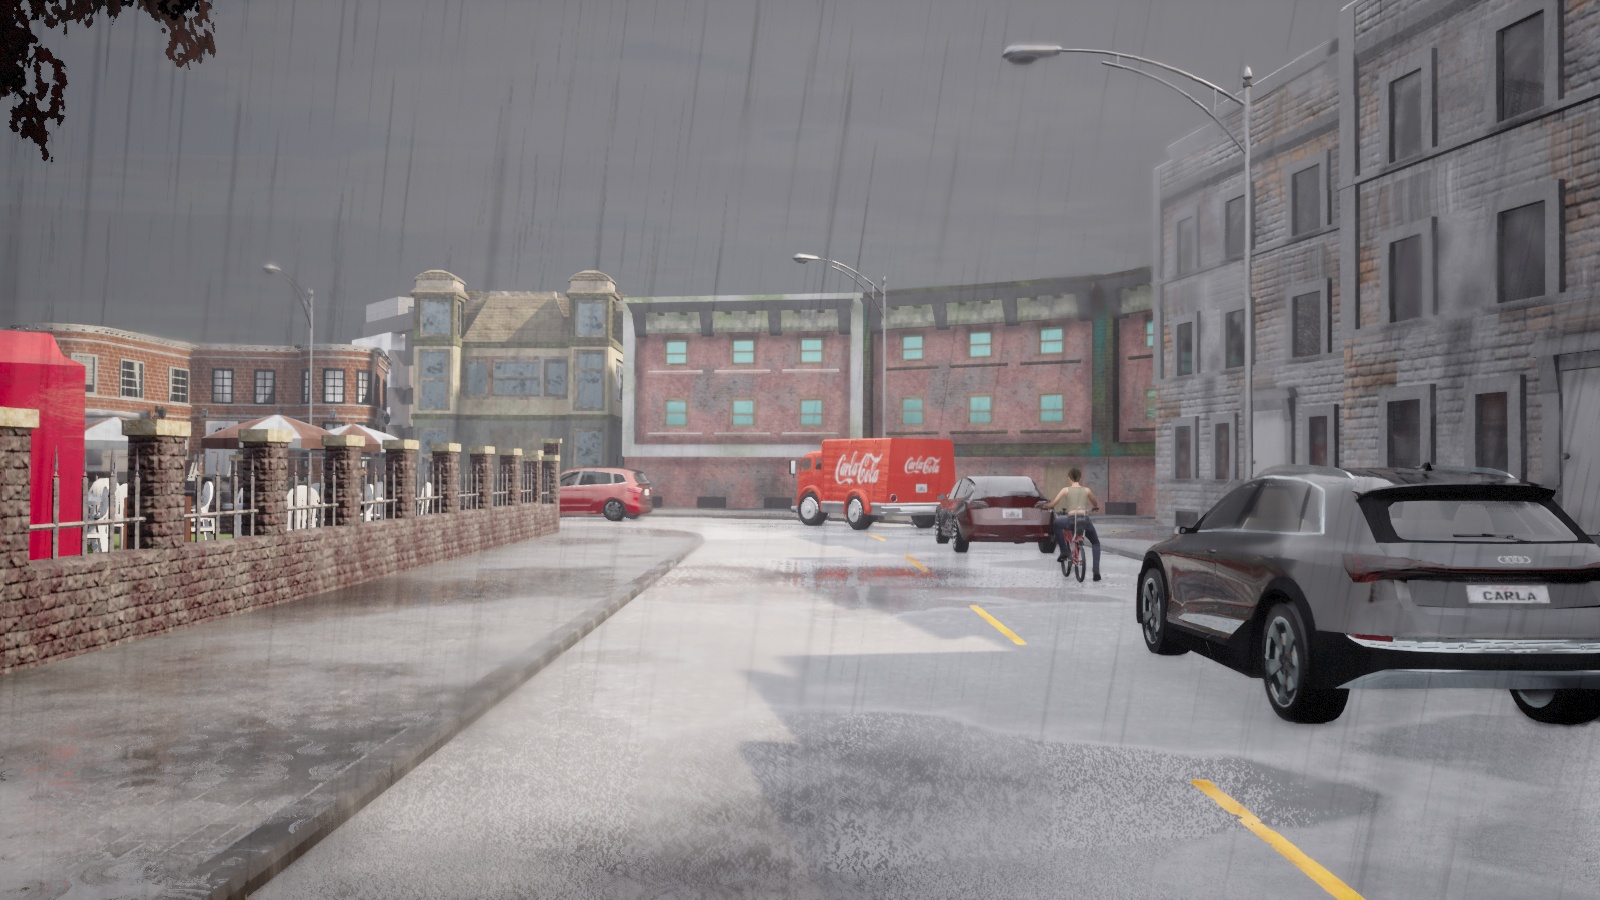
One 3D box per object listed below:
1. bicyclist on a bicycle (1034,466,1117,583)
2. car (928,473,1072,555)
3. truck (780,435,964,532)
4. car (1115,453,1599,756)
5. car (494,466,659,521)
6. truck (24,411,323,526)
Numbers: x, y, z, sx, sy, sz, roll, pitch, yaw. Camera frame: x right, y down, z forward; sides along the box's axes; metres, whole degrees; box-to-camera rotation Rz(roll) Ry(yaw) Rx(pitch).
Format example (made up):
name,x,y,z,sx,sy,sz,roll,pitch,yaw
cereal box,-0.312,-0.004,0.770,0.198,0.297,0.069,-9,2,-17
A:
name,x,y,z,sx,sy,sz,roll,pitch,yaw
bicyclist on a bicycle,3.954,1.039,18.148,0.866,1.612,1.509,0,-1,0
car,3.943,1.228,25.626,2.163,1.488,4.792,0,-1,0
truck,1.895,0.908,34.978,2.627,2.467,5.204,0,-1,-31
car,3.980,0.885,9.315,2.033,1.649,4.856,0,-1,0
car,-6.954,1.348,39.352,4.611,1.667,2.242,0,-1,8
truck,-19.517,0.572,39.469,7.936,3.462,2.891,0,-1,0
